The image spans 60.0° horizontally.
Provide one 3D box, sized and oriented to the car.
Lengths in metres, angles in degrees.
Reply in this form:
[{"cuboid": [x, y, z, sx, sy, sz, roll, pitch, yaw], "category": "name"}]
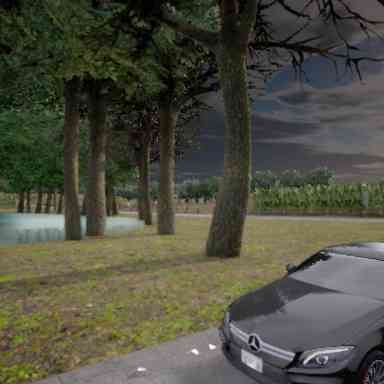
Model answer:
[{"cuboid": [2.532, 1.525, 4.859, 4.674, 1.442, 1.812, 0, 0, -35], "category": "car"}]
